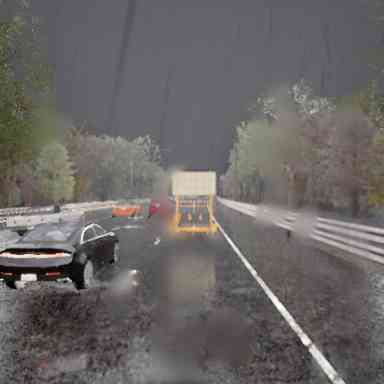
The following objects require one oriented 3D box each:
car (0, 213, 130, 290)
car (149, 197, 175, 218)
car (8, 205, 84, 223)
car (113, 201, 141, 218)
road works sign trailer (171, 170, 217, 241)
[{"bbox_3d":[-3.356,1.576,9.307,2.128,1.511,4.902,0,-1,0],"label":"car"},{"bbox_3d":[-3.028,1.514,33.682,2.150,2.045,5.566,0,0,1],"label":"car"},{"bbox_3d":[-6.873,1.320,16.355,1.895,1.301,4.718,-5,-1,0],"label":"car"},{"bbox_3d":[-6.518,1.648,33.862,2.097,1.767,4.553,0,-1,1],"label":"car"},{"bbox_3d":[0.110,0.621,17.652,2.380,3.560,2.880,0,0,1],"label":"road works sign trailer"}]
